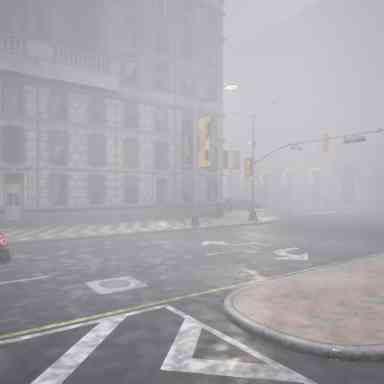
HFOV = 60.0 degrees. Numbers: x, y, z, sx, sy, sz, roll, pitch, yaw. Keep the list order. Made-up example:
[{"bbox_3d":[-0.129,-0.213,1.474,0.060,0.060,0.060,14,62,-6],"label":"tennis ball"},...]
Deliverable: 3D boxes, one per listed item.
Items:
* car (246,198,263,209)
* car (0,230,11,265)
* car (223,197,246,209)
[{"bbox_3d":[7.371,1.547,46.347,2.033,1.411,5.357,0,0,-36],"label":"car"},{"bbox_3d":[-7.329,1.352,8.599,4.553,1.767,2.097,0,0,-35],"label":"car"},{"bbox_3d":[4.497,1.505,44.358,1.837,1.490,4.892,0,0,-36],"label":"car"}]
